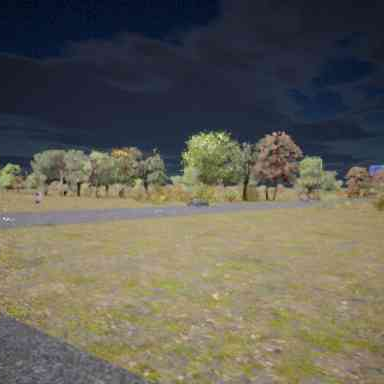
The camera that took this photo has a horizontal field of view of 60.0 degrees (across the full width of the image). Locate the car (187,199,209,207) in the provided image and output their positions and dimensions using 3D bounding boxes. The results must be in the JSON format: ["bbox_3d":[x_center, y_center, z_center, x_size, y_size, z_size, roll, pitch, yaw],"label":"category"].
[{"bbox_3d":[1.051,1.816,55.599,1.994,1.385,4.181,1,1,36],"label":"car"}]
